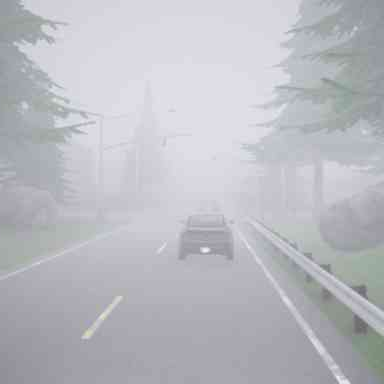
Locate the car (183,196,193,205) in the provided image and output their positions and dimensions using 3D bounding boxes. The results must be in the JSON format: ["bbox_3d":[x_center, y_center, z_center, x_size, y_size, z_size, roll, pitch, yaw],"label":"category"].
[{"bbox_3d":[-0.396,1.482,60.115,1.837,1.490,4.892,0,0,4],"label":"car"}]

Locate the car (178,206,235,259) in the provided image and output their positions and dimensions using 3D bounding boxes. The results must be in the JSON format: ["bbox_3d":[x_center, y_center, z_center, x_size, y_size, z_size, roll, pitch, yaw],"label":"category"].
[{"bbox_3d":[0.561,1.501,12.551,1.837,1.490,4.892,0,0,4],"label":"car"}]

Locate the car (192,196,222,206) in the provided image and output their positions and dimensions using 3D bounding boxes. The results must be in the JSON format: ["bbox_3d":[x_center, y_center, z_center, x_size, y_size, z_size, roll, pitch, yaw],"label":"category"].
[{"bbox_3d":[1.383,1.334,27.404,2.097,1.767,4.553,0,0,4],"label":"car"}]
